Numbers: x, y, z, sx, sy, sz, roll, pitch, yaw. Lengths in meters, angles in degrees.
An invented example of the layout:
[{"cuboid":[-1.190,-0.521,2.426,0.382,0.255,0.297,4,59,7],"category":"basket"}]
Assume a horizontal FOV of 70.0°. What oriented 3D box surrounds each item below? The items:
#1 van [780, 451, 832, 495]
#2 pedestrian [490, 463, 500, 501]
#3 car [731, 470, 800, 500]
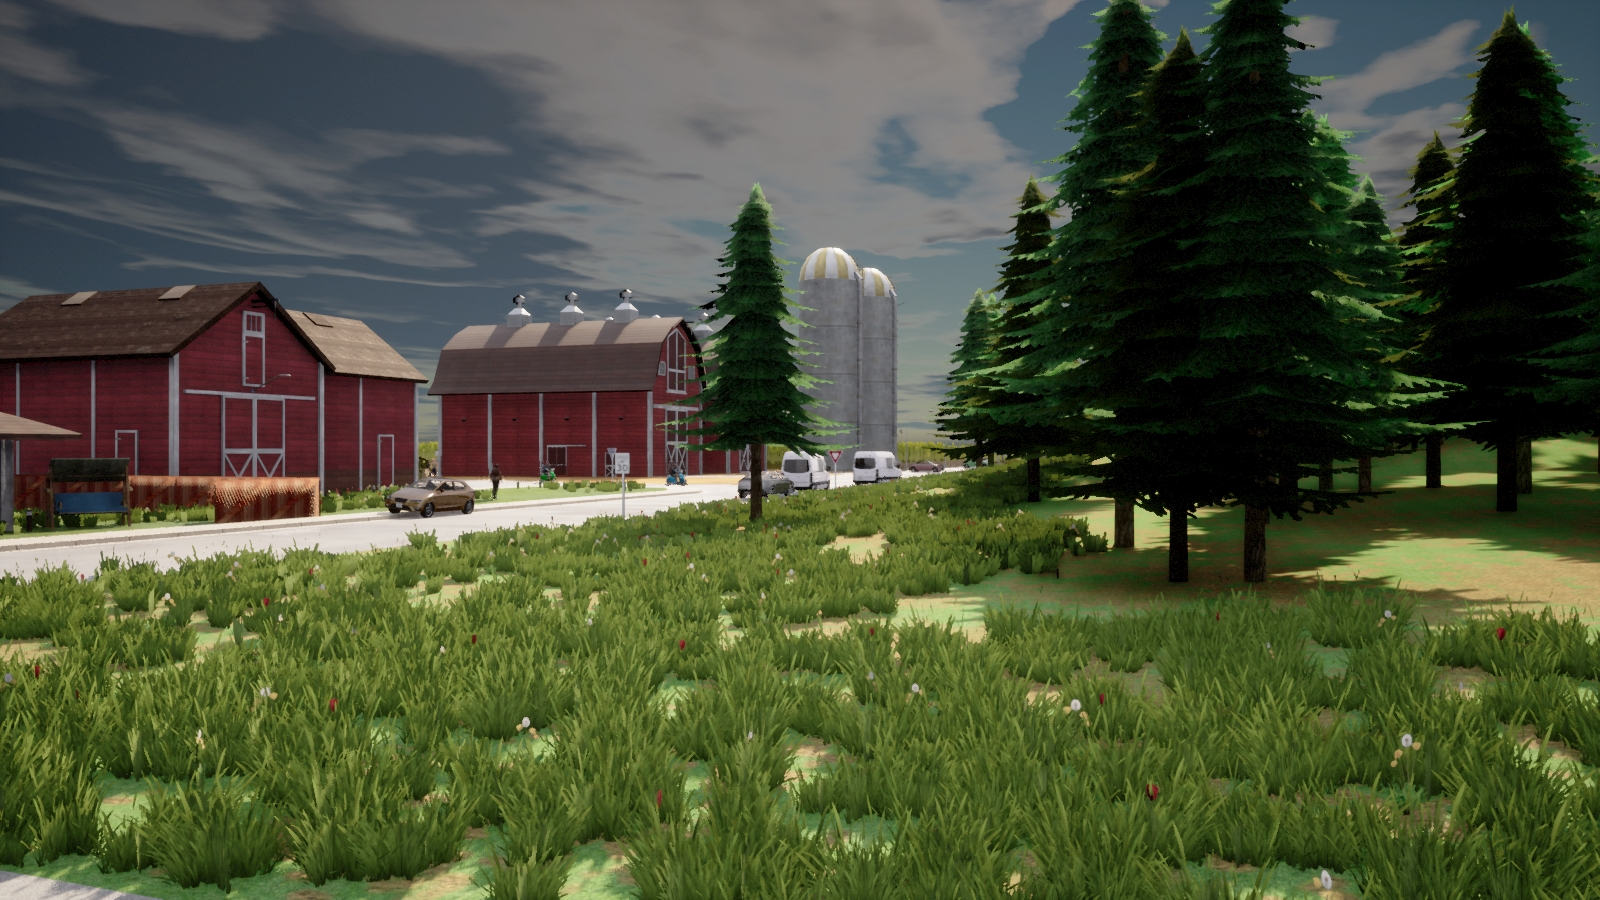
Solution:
[{"cuboid":[0.439,1.380,70.750,1.988,2.561,5.915,0,0,13],"category":"van"},{"cuboid":[-14.942,1.547,55.991,0.375,1.860,0.375,0,0,5],"category":"pedestrian"},{"cuboid":[-1.852,1.907,63.249,2.128,1.511,4.902,0,0,20],"category":"car"}]
